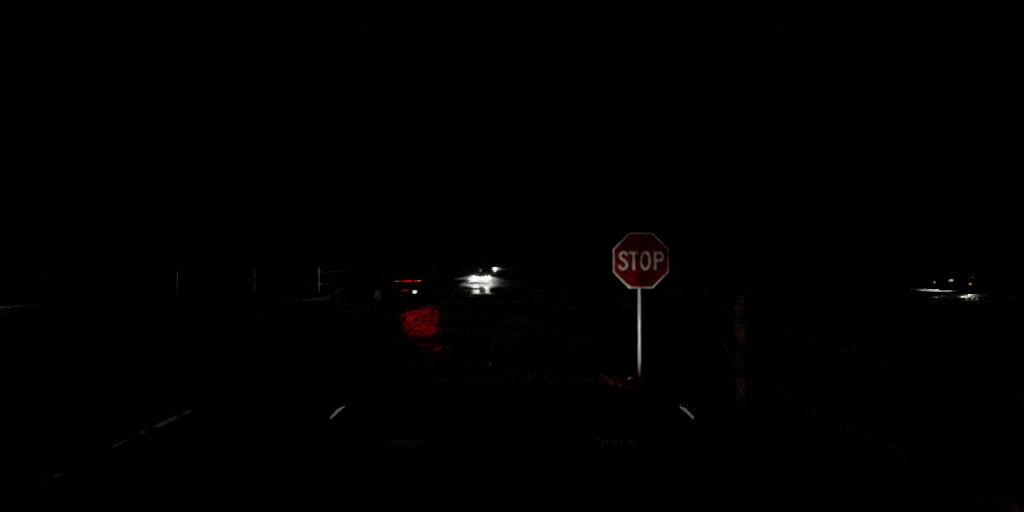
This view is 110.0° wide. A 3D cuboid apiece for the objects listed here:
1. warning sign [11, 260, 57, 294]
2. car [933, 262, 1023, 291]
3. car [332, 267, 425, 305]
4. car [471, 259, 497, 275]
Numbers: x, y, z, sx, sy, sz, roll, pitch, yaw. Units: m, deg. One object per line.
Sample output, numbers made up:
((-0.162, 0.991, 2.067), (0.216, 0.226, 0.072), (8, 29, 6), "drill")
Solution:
((-25.830, 1.134, 19.558), (1.060, 1.860, 1.300), (0, 0, -1), "warning sign")
((23.802, 1.006, 17.837), (4.181, 1.385, 1.994), (-1, -1, -1), "car")
((-5.947, 1.227, 15.764), (4.892, 1.490, 1.837), (-1, -3, 34), "car")
((-2.948, 1.082, 35.935), (2.128, 1.511, 4.902), (0, 0, 0), "car")
